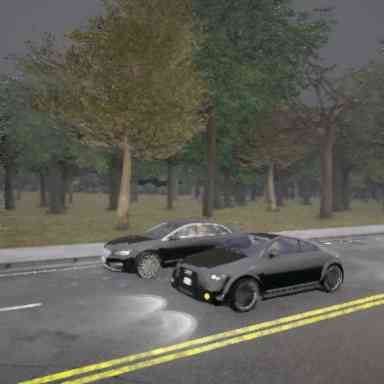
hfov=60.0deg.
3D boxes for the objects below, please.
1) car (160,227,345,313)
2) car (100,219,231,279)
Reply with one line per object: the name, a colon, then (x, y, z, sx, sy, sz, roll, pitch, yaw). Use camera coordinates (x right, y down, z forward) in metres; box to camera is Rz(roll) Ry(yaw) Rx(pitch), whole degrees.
car: (1.634, 1.688, 7.909, 4.181, 1.385, 1.994, 1, -1, -30)
car: (-0.343, 1.641, 10.521, 4.902, 1.511, 2.128, 1, -1, -30)
